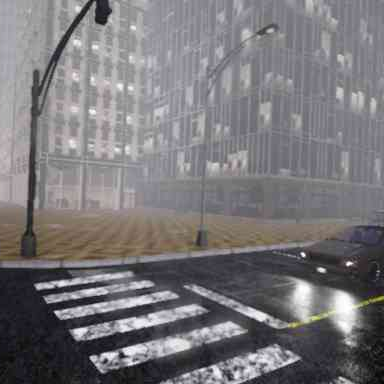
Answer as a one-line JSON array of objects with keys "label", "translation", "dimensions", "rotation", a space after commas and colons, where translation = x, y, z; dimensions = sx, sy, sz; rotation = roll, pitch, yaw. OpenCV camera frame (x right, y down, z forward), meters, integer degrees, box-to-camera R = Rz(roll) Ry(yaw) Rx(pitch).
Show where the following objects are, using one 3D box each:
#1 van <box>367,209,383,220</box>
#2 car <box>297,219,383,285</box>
[{"label": "van", "translation": [10.723, 1.793, 17.199], "dimensions": [3.998, 1.788, 1.690], "rotation": [2, 0, -34]}, {"label": "car", "translation": [5.686, 1.791, 10.463], "dimensions": [5.357, 1.411, 2.033], "rotation": [2, -1, -34]}]
